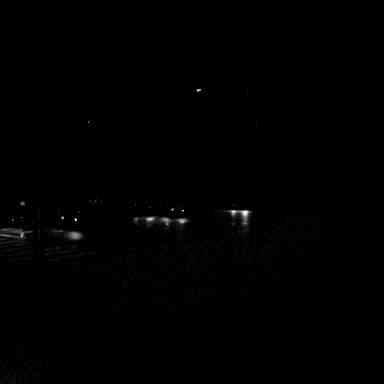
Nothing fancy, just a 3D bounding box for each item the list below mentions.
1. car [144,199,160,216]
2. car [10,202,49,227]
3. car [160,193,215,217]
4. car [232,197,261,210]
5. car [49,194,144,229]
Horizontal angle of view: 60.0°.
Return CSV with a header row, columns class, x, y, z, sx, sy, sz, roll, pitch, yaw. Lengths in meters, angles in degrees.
class,x,y,z,sx,sy,sz,roll,pitch,yaw
car,-3.112,1.382,31.647,1.882,1.535,5.008,0,0,35
car,-9.630,1.457,22.459,1.837,1.490,4.892,0,0,35
car,-0.042,1.117,30.354,2.150,2.045,5.566,0,0,35
car,6.572,1.351,39.663,1.837,1.490,4.892,0,0,36
car,-6.044,1.160,21.894,2.150,2.045,5.566,0,0,35
